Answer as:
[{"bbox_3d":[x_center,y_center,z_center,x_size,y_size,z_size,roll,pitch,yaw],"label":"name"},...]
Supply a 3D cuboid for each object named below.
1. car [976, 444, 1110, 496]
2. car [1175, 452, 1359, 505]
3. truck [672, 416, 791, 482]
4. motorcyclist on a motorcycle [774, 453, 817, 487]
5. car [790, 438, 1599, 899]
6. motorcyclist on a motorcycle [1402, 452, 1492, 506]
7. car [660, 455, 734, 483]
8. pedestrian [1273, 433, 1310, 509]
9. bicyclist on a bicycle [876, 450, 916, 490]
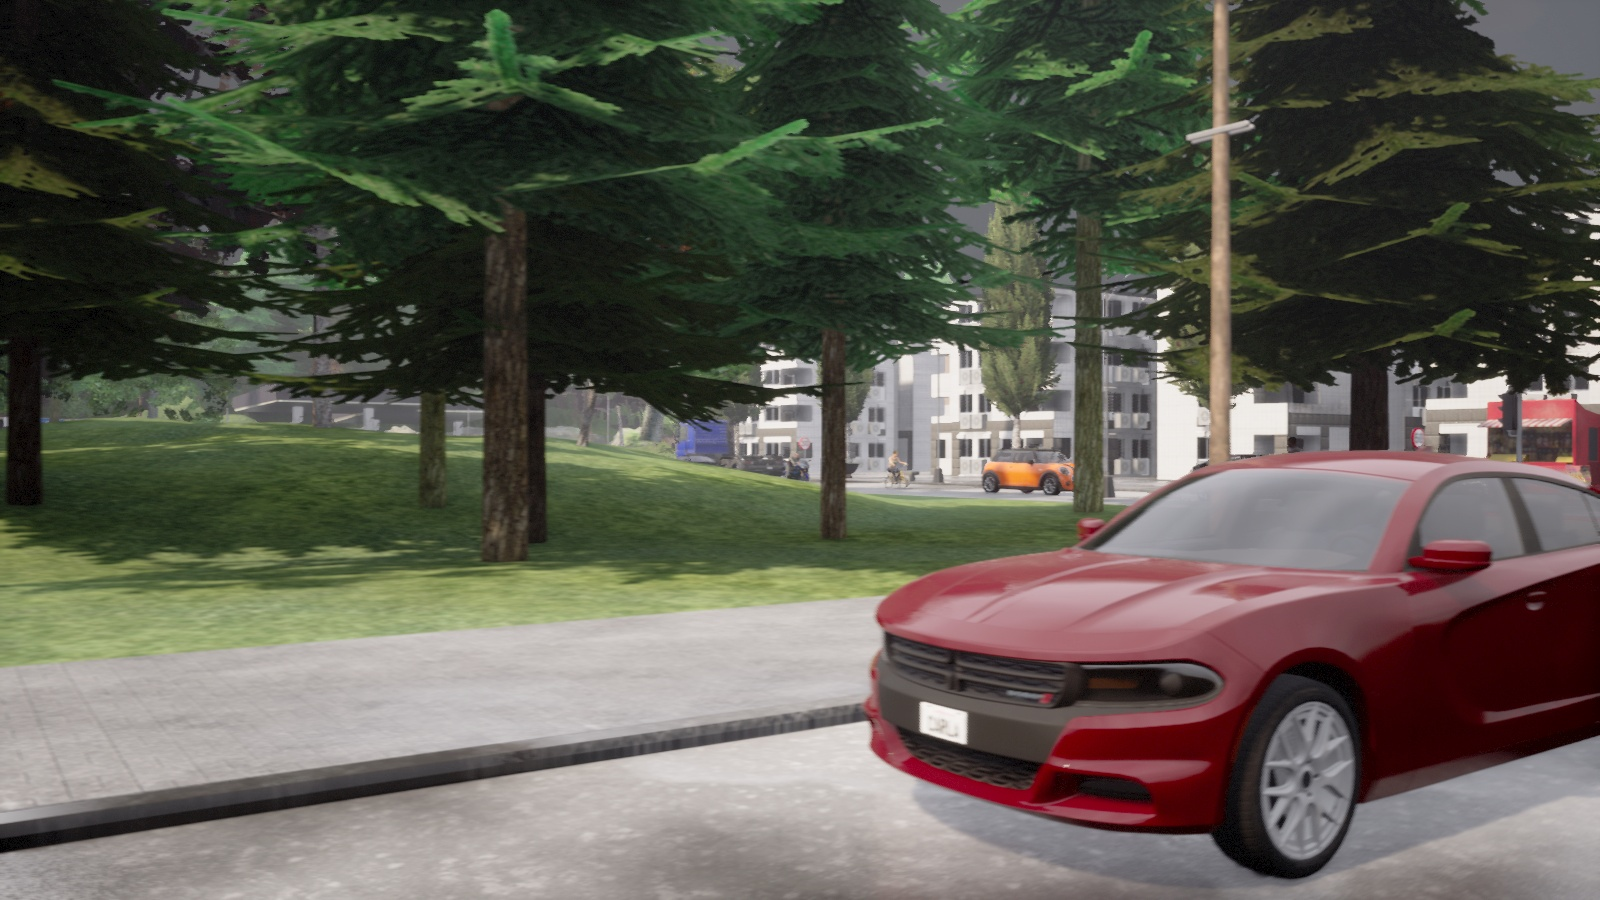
[{"bbox_3d":[8.666,0.696,45.054,2.097,1.767,4.553,0,0,-34],"label":"car"},{"bbox_3d":[13.882,0.808,37.593,2.163,1.488,4.792,0,0,-34],"label":"car"},{"bbox_3d":[-3.933,-0.056,70.172,2.891,3.462,7.936,0,0,-35],"label":"truck"},{"bbox_3d":[-0.224,0.922,57.831,0.866,1.530,2.191,0,0,-35],"label":"motorcyclist on a motorcycle"},{"bbox_3d":[2.550,0.732,6.045,5.008,1.535,1.882,0,0,-35],"label":"car"},{"bbox_3d":[19.086,0.830,37.096,0.866,1.530,2.191,0,0,-35],"label":"motorcyclist on a motorcycle"},{"bbox_3d":[-5.410,0.980,65.290,1.994,1.385,4.181,0,0,-35],"label":"car"},{"bbox_3d":[11.994,0.504,30.654,0.431,1.840,0.703,0,0,-38],"label":"pedestrian"},{"bbox_3d":[3.955,0.801,51.834,0.866,1.612,1.509,0,1,-34],"label":"bicyclist on a bicycle"}]
